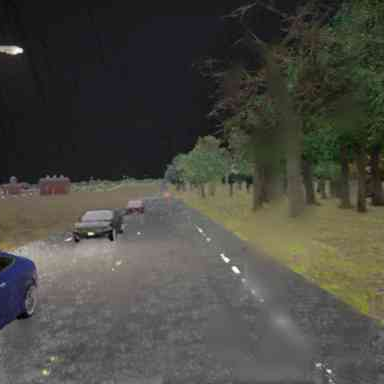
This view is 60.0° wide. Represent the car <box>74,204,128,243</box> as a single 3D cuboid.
[{"bbox_3d":[-4.784,1.627,17.571,1.882,1.535,5.008,-2,0,-4],"label":"car"}]

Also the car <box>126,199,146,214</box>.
[{"bbox_3d":[-6.205,1.598,36.910,1.882,1.535,5.008,-2,0,-4],"label":"car"}]

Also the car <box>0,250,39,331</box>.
[{"bbox_3d":[-3.798,1.660,4.869,1.812,1.442,4.674,-2,0,-5],"label":"car"}]

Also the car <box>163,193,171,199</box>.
[{"bbox_3d":[-7.046,0.986,93.767,2.097,1.767,4.553,-2,1,-4],"label":"car"}]
